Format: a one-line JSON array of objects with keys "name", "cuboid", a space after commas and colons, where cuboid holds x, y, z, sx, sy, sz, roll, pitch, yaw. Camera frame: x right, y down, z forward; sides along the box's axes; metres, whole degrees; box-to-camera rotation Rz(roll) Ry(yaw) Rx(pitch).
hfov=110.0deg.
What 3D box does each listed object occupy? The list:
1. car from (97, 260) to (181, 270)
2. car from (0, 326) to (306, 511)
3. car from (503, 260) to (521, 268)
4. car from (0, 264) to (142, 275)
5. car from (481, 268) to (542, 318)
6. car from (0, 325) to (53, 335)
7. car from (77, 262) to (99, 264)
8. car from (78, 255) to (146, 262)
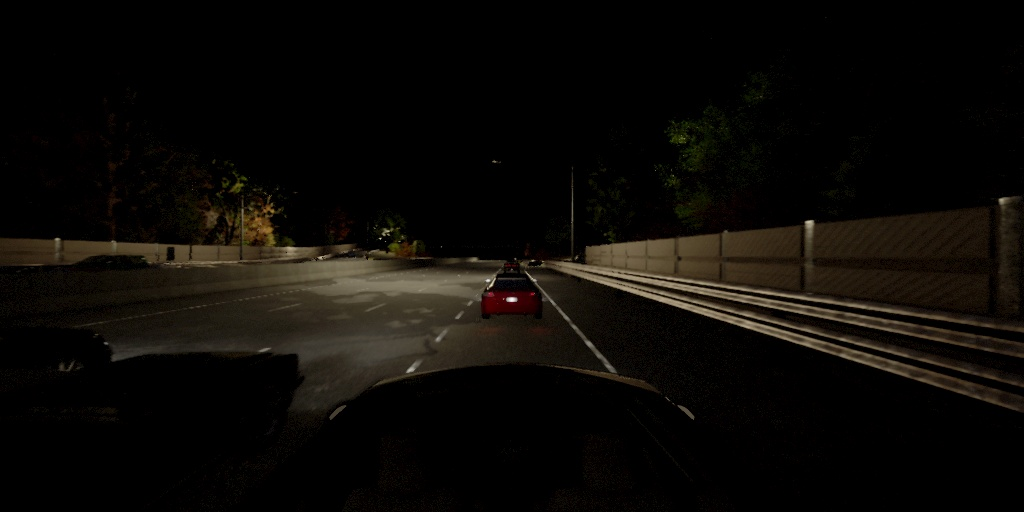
[{"name": "car", "cuboid": [-28.103, 1.279, 27.952, 2.033, 1.411, 5.357, 0, 0, 0]}, {"name": "car", "cuboid": [-3.400, 1.350, 2.152, 1.895, 1.301, 4.718, 0, 0, 0]}, {"name": "car", "cuboid": [-0.014, 1.237, 41.608, 1.837, 1.490, 4.892, 0, 0, 0]}, {"name": "car", "cuboid": [-21.088, 1.259, 17.082, 1.812, 1.442, 4.674, 0, 0, 0]}, {"name": "car", "cuboid": [-0.006, 1.302, 12.919, 1.994, 1.385, 4.181, 0, 0, 0]}, {"name": "car", "cuboid": [-6.899, 1.252, 3.319, 1.837, 1.490, 4.892, 0, 0, 0]}, {"name": "car", "cuboid": [-24.589, 1.239, 17.946, 1.837, 1.490, 4.892, 0, 0, 0]}, {"name": "car", "cuboid": [-31.598, 0.955, 27.920, 2.150, 2.045, 5.566, 0, 0, 0]}]
